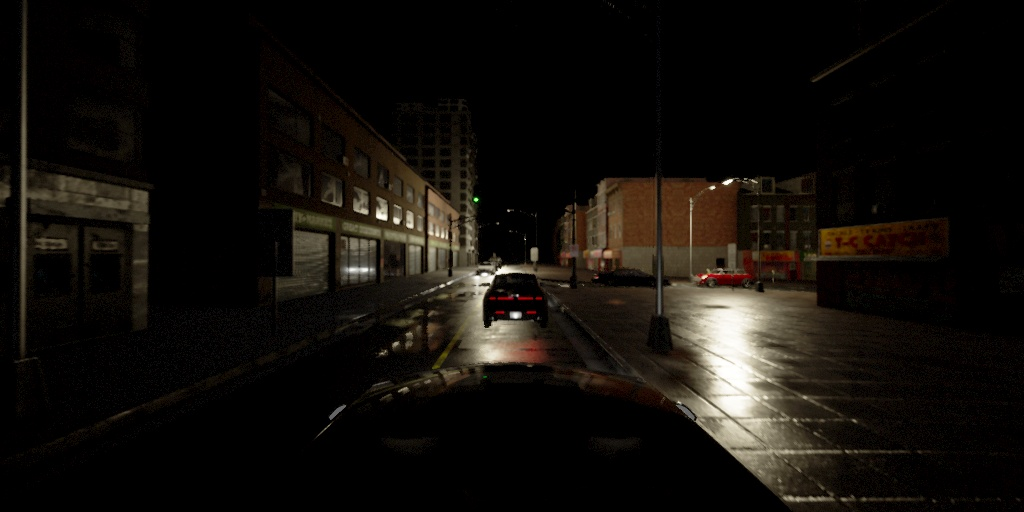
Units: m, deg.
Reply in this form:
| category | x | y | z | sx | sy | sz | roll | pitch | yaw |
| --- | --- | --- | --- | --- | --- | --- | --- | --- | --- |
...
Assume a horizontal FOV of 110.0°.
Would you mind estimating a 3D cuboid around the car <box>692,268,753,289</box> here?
| category | x | y | z | sx | sy | sz | roll | pitch | yaw |
| --- | --- | --- | --- | --- | --- | --- | --- | --- | --- |
| car | 16.349 | 1.671 | 28.050 | 4.097 | 1.591 | 1.967 | 0 | 0 | 0 |

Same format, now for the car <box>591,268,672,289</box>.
| category | x | y | z | sx | sy | sz | roll | pitch | yaw |
| --- | --- | --- | --- | --- | --- | --- | --- | --- | --- |
| car | 8.532 | 1.599 | 25.914 | 5.357 | 1.411 | 2.033 | 1 | -1 | 4 |

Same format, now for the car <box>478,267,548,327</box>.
| category | x | y | z | sx | sy | sz | roll | pitch | yaw |
| --- | --- | --- | --- | --- | --- | --- | --- | --- | --- |
| car | 0.095 | 1.292 | 11.747 | 1.837 | 1.490 | 4.892 | 0 | 0 | 0 |

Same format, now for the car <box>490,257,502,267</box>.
| category | x | y | z | sx | sy | sz | roll | pitch | yaw |
| --- | --- | --- | --- | --- | --- | --- | --- | --- | --- |
| car | -2.829 | 1.175 | 60.389 | 2.150 | 2.045 | 5.566 | 0 | 0 | 0 |

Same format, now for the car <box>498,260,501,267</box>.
| category | x | y | z | sx | sy | sz | roll | pitch | yaw |
| --- | --- | --- | --- | --- | --- | --- | --- | --- | --- |
| car | -2.863 | 1.523 | 49.836 | 1.895 | 1.301 | 4.718 | 0 | 0 | 0 |

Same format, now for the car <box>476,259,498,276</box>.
| category | x | y | z | sx | sy | sz | roll | pitch | yaw |
| --- | --- | --- | --- | --- | --- | --- | --- | --- | --- |
| car | -2.869 | 1.416 | 40.019 | 1.812 | 1.442 | 4.674 | 0 | 0 | 1 |
